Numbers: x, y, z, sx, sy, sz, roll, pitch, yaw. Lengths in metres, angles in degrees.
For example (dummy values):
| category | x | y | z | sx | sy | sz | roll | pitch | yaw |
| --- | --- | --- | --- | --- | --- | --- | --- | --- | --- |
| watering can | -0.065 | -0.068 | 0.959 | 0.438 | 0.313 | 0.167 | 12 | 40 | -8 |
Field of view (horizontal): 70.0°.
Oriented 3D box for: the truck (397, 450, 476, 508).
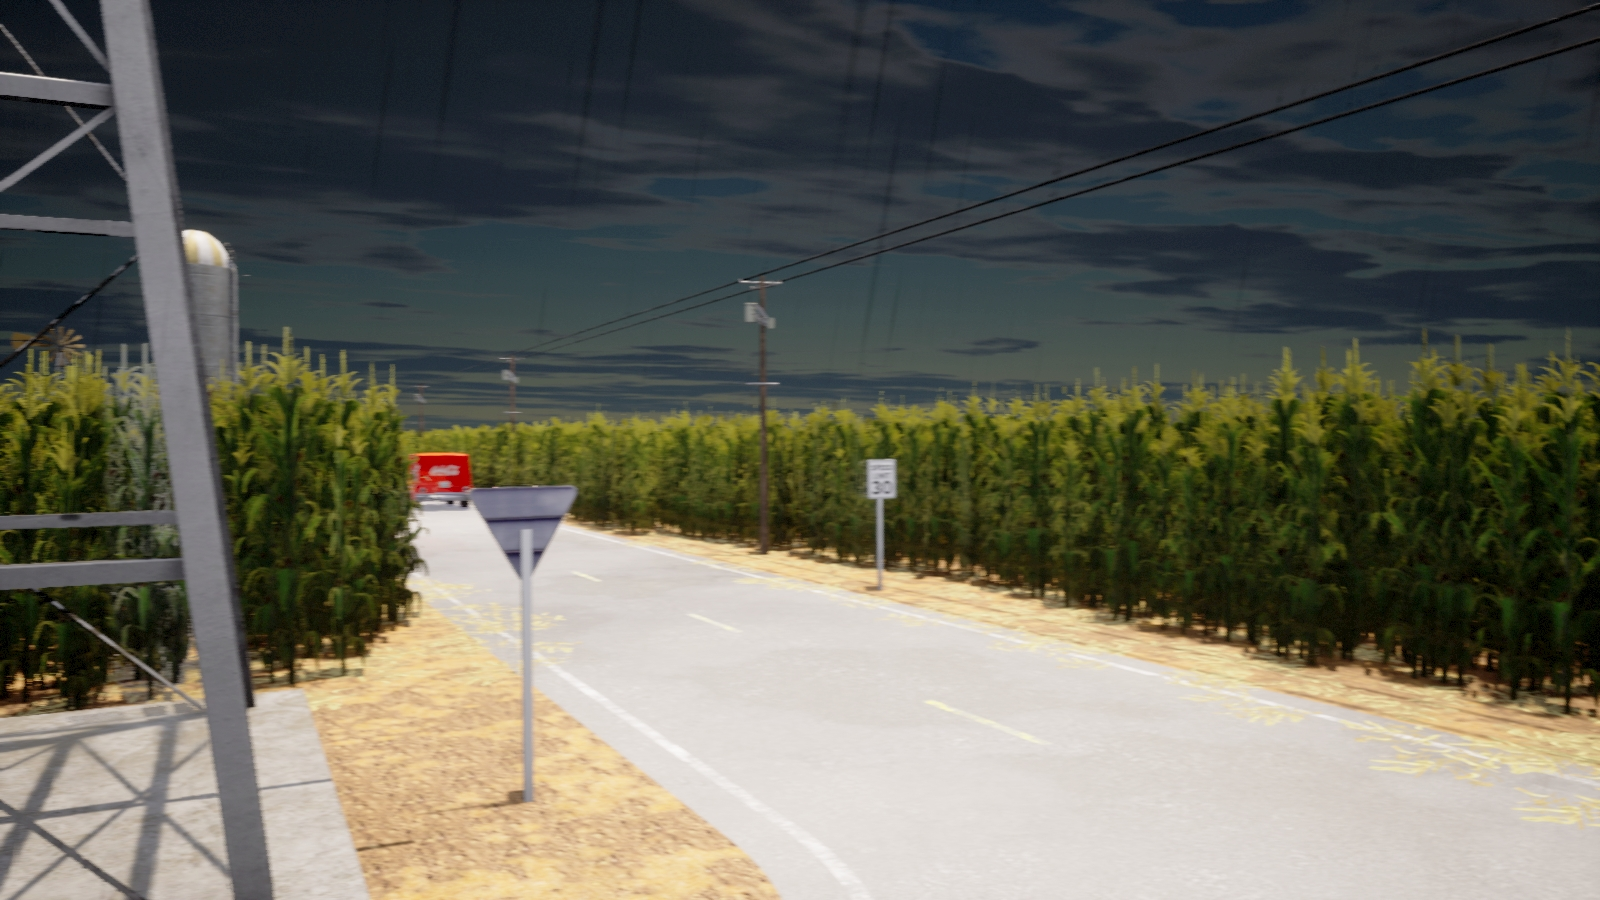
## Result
| category | x | y | z | sx | sy | sz | roll | pitch | yaw |
| --- | --- | --- | --- | --- | --- | --- | --- | --- | --- |
| truck | -16.673 | 1.259 | 52.242 | 2.627 | 2.467 | 5.204 | -1 | 1 | -27 |
